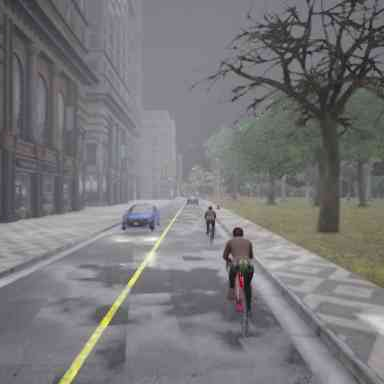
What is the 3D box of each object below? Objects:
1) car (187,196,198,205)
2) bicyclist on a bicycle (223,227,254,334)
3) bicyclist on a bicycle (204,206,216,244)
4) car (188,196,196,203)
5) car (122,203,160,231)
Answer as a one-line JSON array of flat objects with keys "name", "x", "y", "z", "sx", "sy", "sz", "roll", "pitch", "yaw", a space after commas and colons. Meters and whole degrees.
[{"name": "car", "x": 0.112, "y": 1.454, "z": 62.096, "sx": 2.097, "sy": 1.767, "sz": 4.553, "roll": 0, "pitch": 0, "yaw": 0}, {"name": "bicyclist on a bicycle", "x": 0.825, "y": 1.455, "z": 5.803, "sx": 0.582, "sy": 1.620, "sz": 1.656, "roll": 0, "pitch": 0, "yaw": 0}, {"name": "bicyclist on a bicycle", "x": 0.827, "y": 1.461, "z": 14.801, "sx": 0.582, "sy": 1.620, "sz": 1.656, "roll": 0, "pitch": 0, "yaw": 0}, {"name": "car", "x": 0.017, "y": 1.682, "z": 74.926, "sx": 1.812, "sy": 1.442, "sz": 4.674, "roll": 0, "pitch": 0, "yaw": 0}, {"name": "car", "x": -3.095, "y": 1.491, "z": 20.892, "sx": 1.882, "sy": 1.535, "sz": 5.008, "roll": 0, "pitch": 0, "yaw": 0}]
